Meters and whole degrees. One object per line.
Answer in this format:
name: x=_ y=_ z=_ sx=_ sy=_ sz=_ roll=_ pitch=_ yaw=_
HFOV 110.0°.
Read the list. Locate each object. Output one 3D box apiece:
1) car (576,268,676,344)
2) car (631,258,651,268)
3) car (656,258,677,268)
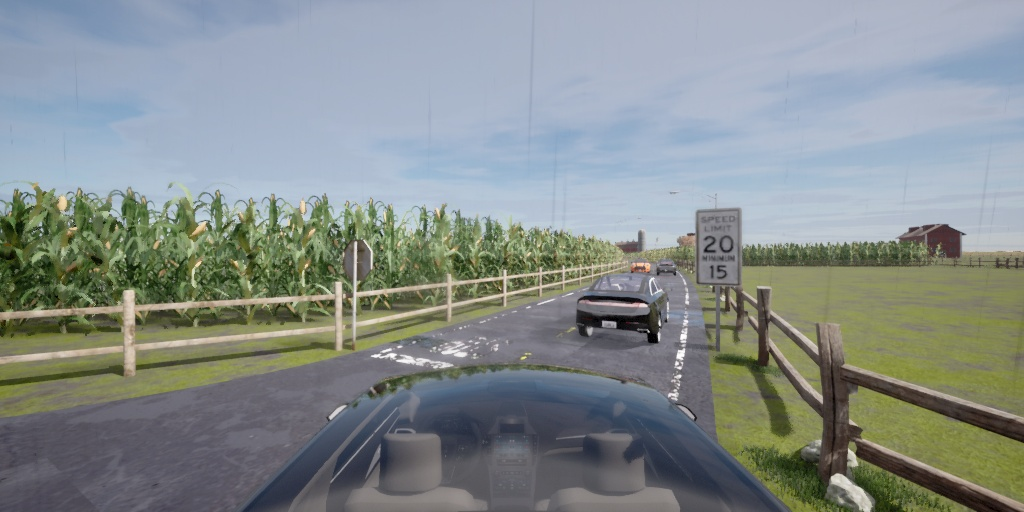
car: x=3.170 y=1.244 z=9.776 sx=2.128 sy=1.511 sz=4.902 roll=0 pitch=0 yaw=27
car: x=15.432 y=1.099 z=42.909 sx=2.097 sy=1.767 sz=4.553 roll=0 pitch=0 yaw=22
car: x=16.256 y=1.244 z=37.710 sx=2.128 sy=1.511 sz=4.902 roll=0 pitch=0 yaw=24
